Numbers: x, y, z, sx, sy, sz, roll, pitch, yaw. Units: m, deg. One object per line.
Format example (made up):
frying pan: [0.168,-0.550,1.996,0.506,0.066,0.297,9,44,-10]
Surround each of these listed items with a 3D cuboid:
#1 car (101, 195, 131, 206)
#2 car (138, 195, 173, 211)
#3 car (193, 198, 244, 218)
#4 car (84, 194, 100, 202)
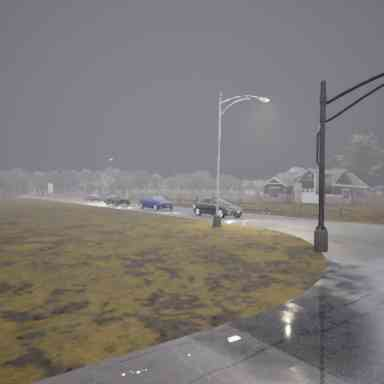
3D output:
car: [-9.582,1.109,42.734,1.895,1.301,4.718,2,-1,-35]
car: [-3.792,1.084,34.581,1.882,1.535,5.008,2,0,-36]
car: [2.004,1.227,26.434,1.837,1.490,4.892,2,0,-35]
car: [-18.248,1.008,61.105,2.033,1.411,5.357,2,-1,-35]
